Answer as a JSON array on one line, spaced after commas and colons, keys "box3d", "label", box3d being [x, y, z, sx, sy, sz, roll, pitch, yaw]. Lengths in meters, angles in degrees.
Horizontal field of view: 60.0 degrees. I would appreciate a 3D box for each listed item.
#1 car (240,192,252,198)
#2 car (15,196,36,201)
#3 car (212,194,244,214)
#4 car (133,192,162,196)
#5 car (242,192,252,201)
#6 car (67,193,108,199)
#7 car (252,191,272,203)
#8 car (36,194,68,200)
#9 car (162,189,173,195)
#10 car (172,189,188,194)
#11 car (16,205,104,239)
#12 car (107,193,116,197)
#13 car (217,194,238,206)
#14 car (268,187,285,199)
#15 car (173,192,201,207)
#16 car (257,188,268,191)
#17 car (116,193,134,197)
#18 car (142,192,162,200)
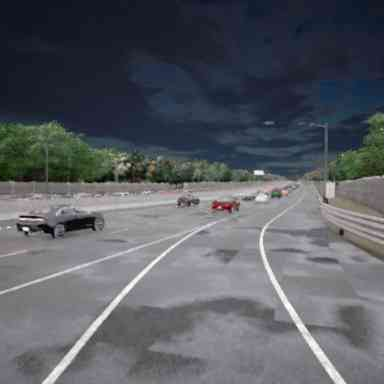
[{"box3d": [12.705, 0.712, 77.943, 1.895, 1.301, 4.718, 0, 2, 20], "label": "car"}, {"box3d": [-19.592, 1.169, 41.446, 1.895, 1.301, 4.718, 0, 1, 21], "label": "car"}, {"box3d": [3.403, 1.231, 32.786, 1.882, 1.535, 5.008, 0, 1, 21], "label": "car"}, {"box3d": [-7.195, 1.069, 54.497, 1.895, 1.301, 4.718, 0, 1, 21], "label": "car"}, {"box3d": [11.025, 1.022, 63.235, 1.895, 1.301, 4.718, 0, 1, 20], "label": "car"}, {"box3d": [-12.554, 1.172, 40.278, 1.994, 1.385, 4.181, 0, 1, 21], "label": "car"}, {"box3d": [11.527, 1.065, 54.514, 1.812, 1.442, 4.674, 0, 1, 20], "label": "car"}, {"box3d": [-16.135, 1.092, 40.700, 1.837, 1.490, 4.892, 0, 1, 21], "label": "car"}, {"box3d": [-4.850, 0.492, 70.756, 2.150, 2.045, 5.566, 0, 1, 20], "label": "car"}, {"box3d": [-1.693, 0.654, 69.205, 2.097, 1.767, 4.553, 0, 1, 20], "label": "car"}, {"box3d": [-6.375, 1.386, 16.762, 2.128, 1.511, 4.902, 0, 1, 21], "label": "car"}, {"box3d": [-13.975, 0.915, 56.342, 2.128, 1.511, 4.902, 0, 1, 21], "label": "car"}, {"box3d": [5.168, 1.100, 47.460, 1.837, 1.490, 4.892, 0, 1, 20], "label": "car"}, {"box3d": [19.007, 0.412, 74.787, 2.150, 2.045, 5.566, 0, 2, 20], "label": "car"}, {"box3d": [-0.362, 1.132, 42.667, 1.837, 1.490, 4.892, 0, 1, 21], "label": "car"}, {"box3d": [16.810, 0.562, 78.973, 1.882, 1.535, 5.008, 0, 2, 20], "label": "car"}, {"box3d": [-10.263, 0.915, 56.252, 1.882, 1.535, 5.008, 0, 1, 21], "label": "car"}, {"box3d": [-8.460, 0.778, 71.089, 2.128, 1.511, 4.902, 0, 1, 20], "label": "car"}]
